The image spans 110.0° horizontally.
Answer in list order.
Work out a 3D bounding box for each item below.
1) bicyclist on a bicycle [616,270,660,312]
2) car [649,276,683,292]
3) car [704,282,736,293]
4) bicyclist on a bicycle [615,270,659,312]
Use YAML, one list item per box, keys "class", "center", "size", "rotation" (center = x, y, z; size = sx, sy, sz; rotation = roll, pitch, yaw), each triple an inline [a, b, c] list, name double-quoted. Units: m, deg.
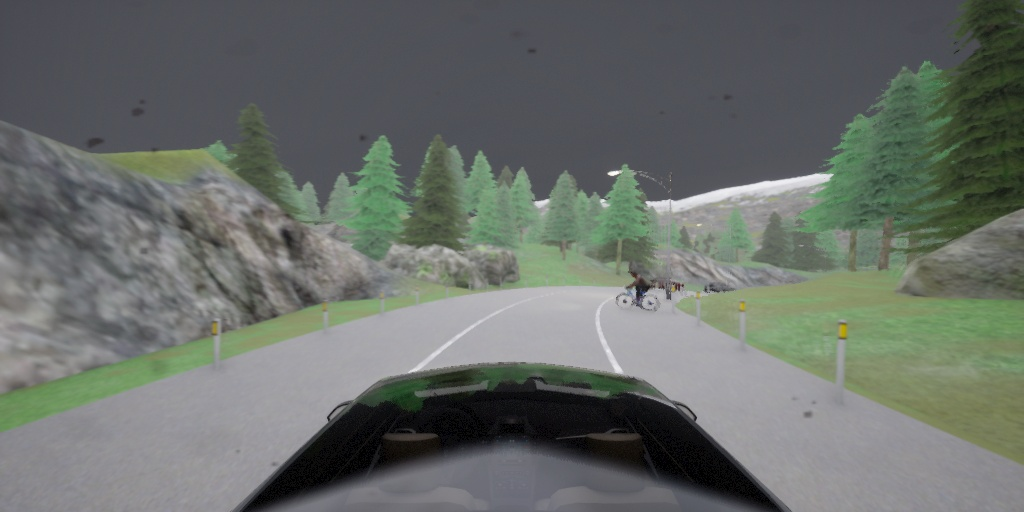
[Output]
- class: "bicyclist on a bicycle"
  center: [5.095, 1.436, 14.484]
  size: [1.656, 1.620, 0.582]
  rotation: [1, -2, 15]
- class: "car"
  center: [16.438, 2.962, 38.103]
  size: [5.008, 1.535, 1.882]
  rotation: [7, -3, -41]
- class: "car"
  center: [26.304, 4.111, 45.271]
  size: [4.892, 1.490, 1.837]
  rotation: [6, -2, -28]
- class: "bicyclist on a bicycle"
  center: [5.139, 1.425, 14.781]
  size: [1.656, 1.620, 0.582]
  rotation: [2, -3, 17]
